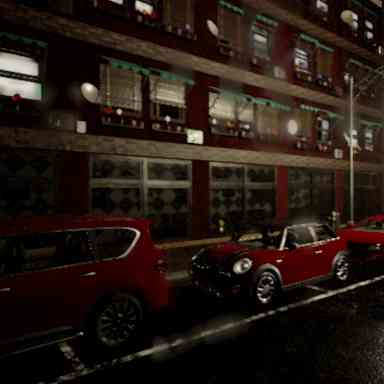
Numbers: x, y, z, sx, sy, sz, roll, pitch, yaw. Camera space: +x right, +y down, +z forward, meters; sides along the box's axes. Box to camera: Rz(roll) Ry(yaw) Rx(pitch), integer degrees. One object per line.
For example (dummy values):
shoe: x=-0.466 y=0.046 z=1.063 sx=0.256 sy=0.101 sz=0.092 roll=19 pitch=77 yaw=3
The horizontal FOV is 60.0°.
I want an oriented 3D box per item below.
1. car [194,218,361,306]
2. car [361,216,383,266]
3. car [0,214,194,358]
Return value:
car: x=1.907 y=1.414 z=7.917 sx=4.097 sy=1.590 sz=1.967 roll=0 pitch=0 yaw=-35
car: x=6.498 y=1.494 z=11.191 sx=4.507 sy=1.381 sz=1.887 roll=0 pitch=0 yaw=-35
car: x=-2.681 y=1.313 z=4.644 sx=5.009 sy=1.841 sz=2.192 roll=0 pitch=0 yaw=-35
